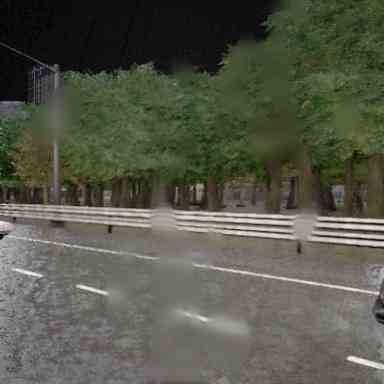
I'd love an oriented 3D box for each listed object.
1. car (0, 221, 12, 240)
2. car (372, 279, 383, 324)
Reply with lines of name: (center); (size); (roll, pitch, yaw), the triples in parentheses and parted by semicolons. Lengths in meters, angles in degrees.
car: (-10.588, 1.614, 15.739); (4.718, 1.301, 1.895); (0, 0, 36)
car: (5.431, 1.548, 4.293); (5.357, 1.411, 2.033); (0, 0, 35)
